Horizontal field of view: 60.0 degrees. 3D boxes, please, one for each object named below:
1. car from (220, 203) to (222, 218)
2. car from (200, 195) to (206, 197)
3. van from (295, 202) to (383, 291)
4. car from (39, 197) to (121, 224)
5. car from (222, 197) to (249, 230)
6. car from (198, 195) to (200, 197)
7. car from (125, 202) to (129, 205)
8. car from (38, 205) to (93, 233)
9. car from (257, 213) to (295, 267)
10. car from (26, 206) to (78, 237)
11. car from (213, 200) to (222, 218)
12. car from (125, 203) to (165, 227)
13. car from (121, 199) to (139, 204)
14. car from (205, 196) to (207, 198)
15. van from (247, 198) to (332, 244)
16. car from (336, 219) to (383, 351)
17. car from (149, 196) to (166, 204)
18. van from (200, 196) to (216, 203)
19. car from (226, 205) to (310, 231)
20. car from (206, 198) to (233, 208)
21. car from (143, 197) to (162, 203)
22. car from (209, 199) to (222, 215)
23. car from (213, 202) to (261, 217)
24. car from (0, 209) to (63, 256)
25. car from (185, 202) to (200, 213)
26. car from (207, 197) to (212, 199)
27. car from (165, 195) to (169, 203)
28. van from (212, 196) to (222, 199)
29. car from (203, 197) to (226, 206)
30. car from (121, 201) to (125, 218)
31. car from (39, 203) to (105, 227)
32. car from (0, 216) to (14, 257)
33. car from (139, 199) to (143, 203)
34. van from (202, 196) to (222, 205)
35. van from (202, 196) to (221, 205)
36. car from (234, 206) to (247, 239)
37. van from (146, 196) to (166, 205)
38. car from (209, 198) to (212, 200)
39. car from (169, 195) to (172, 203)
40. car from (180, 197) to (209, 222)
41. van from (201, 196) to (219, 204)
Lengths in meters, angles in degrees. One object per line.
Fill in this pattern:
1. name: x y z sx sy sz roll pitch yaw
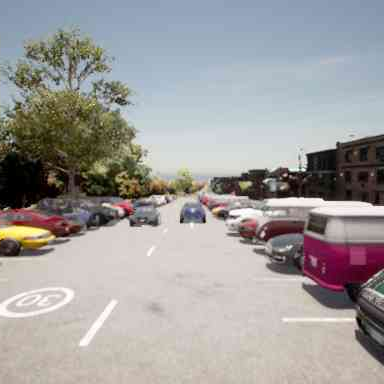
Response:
1. car: 4.750 1.690 24.178 4.792 1.488 2.163 0 -1 0
2. car: 4.699 1.793 60.620 5.566 2.045 2.435 0 -1 0
3. van: 4.858 1.305 7.362 4.442 1.987 1.878 0 0 0
4. car: -8.330 1.409 23.991 5.566 2.045 2.435 0 0 0
5. car: 4.701 1.364 18.575 5.566 2.045 2.435 0 0 0
6. car: 4.671 2.006 80.242 5.566 2.045 2.435 0 -1 0
7. car: -8.363 1.751 29.436 4.674 1.452 2.002 0 -1 0
8. car: -8.321 1.646 18.421 4.792 1.488 2.163 0 0 0
9. car: 4.745 1.553 10.164 4.892 1.521 2.231 0 0 0
10. car: -8.341 1.595 15.636 5.008 1.535 2.097 0 0 0
11. car: 4.719 1.712 29.786 5.008 1.535 2.097 0 -1 0
12. car: -3.355 1.748 24.473 1.994 1.385 4.181 0 -1 0
13. car: -8.341 1.489 32.346 5.566 2.045 2.435 0 -1 0
14. car: 4.651 1.828 52.209 4.553 1.767 2.185 0 -1 0
15. van: 4.620 1.347 12.968 4.442 1.987 1.878 0 0 0
16. car: 4.776 1.384 4.557 4.553 1.767 2.185 0 0 0
17. car: -8.228 2.069 63.004 5.366 1.575 1.946 0 -1 0
18. van: 4.507 2.142 94.263 4.442 1.987 1.878 0 0 0
19. car: 4.730 1.638 21.381 4.892 1.521 2.231 0 0 0
20. car: 4.705 1.889 57.815 4.553 1.767 2.185 0 -1 0
21. car: -8.415 2.043 60.227 4.892 1.521 2.231 0 -1 0
22. car: 4.524 1.738 32.586 5.366 1.575 1.946 0 -1 0
23. car: 4.676 1.801 35.389 4.792 1.488 2.163 0 -1 0
24. car: -8.157 1.571 12.850 5.366 1.575 1.946 0 0 0
25. car: 0.049 1.984 43.751 1.895 1.301 4.718 0 -1 0
26. car: 4.695 1.893 46.602 5.008 1.535 2.097 0 -1 0
27. car: -8.457 1.941 74.109 5.566 2.045 2.435 0 -1 0
28. van: 4.818 1.576 38.195 4.442 1.987 1.878 0 -1 0
29. car: 4.627 2.010 69.028 4.553 1.767 2.185 0 -1 0
30. car: -8.357 1.686 26.776 5.008 1.535 2.097 0 -1 0
31. car: -8.383 1.667 21.206 4.792 1.488 2.163 0 0 0
32. car: -8.338 1.593 10.065 4.674 1.452 2.002 0 0 0
33. car: -8.345 1.518 35.008 5.566 2.045 2.435 0 -1 0
34. van: 4.534 1.970 74.635 4.442 1.987 1.878 0 -1 0
35. van: 4.530 2.001 77.438 4.442 1.987 1.878 0 -1 0
36. car: 4.738 1.594 15.770 5.008 1.535 2.097 0 0 0
37. van: -8.553 2.027 79.659 4.442 1.987 1.878 0 -1 0
38. car: 4.727 1.862 40.995 4.792 1.488 2.163 0 -1 0
39. car: -8.469 2.031 82.435 5.566 2.045 2.435 0 -1 0
40. car: 0.068 1.573 28.492 2.097 1.767 4.553 0 0 0
41. van: 4.522 2.061 83.042 4.442 1.987 1.878 0 0 0
